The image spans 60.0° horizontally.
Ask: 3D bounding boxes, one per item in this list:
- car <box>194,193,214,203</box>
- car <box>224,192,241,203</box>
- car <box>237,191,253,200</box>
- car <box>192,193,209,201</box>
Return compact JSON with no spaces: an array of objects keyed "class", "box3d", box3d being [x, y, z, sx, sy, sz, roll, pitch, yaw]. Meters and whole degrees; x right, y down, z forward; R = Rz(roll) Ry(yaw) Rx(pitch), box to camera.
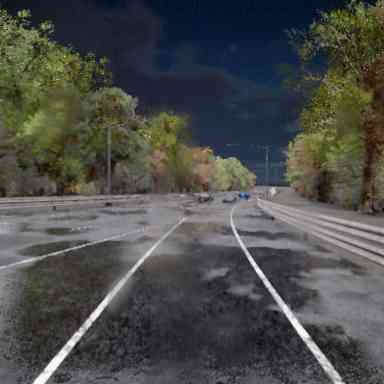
[{"class":"car","box3d":[2.382,1.074,55.470,1.882,1.535,5.008,1,1,16]},{"class":"car","box3d":[6.788,1.196,58.156,1.994,1.385,4.181,1,1,16]},{"class":"car","box3d":[11.898,0.752,75.989,2.150,2.045,5.566,1,1,16]},{"class":"car","box3d":[1.714,0.977,65.861,2.128,1.511,4.902,1,1,16]}]
